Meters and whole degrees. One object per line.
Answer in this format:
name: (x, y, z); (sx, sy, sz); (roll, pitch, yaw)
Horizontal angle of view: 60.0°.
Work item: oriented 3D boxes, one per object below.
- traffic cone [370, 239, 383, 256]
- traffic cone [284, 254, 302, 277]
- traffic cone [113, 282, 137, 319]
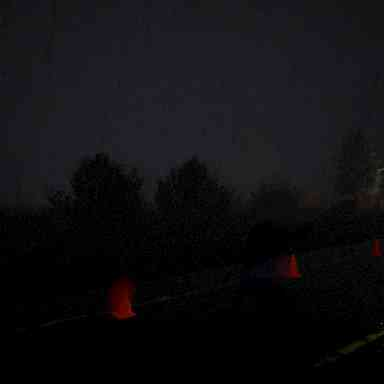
traffic cone: (6.710, 1.996, 12.063); (0.340, 0.580, 0.340); (0, 0, -38)
traffic cone: (2.759, 1.980, 9.069); (0.340, 0.580, 0.340); (0, 0, -37)
traffic cone: (-1.233, 1.965, 6.129); (0.340, 0.580, 0.340); (0, 0, -36)
